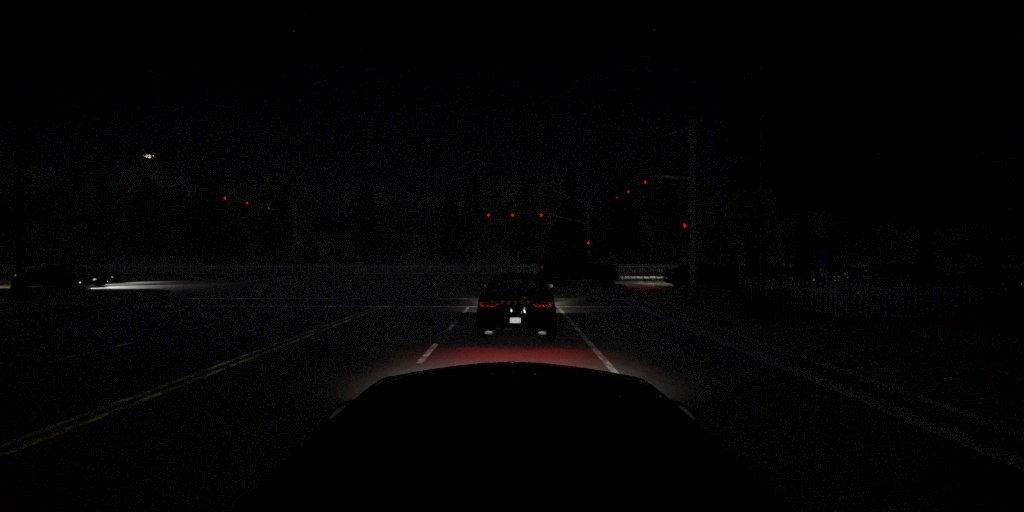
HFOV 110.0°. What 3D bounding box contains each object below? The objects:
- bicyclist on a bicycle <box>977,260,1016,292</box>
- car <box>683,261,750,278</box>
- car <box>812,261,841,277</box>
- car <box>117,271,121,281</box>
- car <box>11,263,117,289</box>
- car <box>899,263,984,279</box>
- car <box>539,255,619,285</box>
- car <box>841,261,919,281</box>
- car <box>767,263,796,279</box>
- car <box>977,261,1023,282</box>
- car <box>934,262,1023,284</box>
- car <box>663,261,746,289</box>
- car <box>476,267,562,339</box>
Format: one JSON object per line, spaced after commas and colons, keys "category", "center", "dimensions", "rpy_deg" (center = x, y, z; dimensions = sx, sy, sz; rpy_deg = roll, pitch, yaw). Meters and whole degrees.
{"category": "bicyclist on a bicycle", "center": [22.821, 0.995, 17.011], "dimensions": [0.582, 1.620, 1.656], "rpy_deg": [0, 0, 0]}
{"category": "car", "center": [18.417, 1.186, 32.487], "dimensions": [4.902, 1.511, 2.128], "rpy_deg": [0, 0, 1]}
{"category": "car", "center": [27.748, 1.186, 32.309], "dimensions": [4.902, 1.511, 2.128], "rpy_deg": [0, 0, 2]}
{"category": "car", "center": [-30.823, 1.220, 25.548], "dimensions": [4.674, 1.442, 1.812], "rpy_deg": [0, 0, 0]}
{"category": "car", "center": [-27.661, 1.258, 22.054], "dimensions": [4.181, 1.385, 1.994], "rpy_deg": [0, 0, 0]}
{"category": "car", "center": [37.672, 1.295, 31.591], "dimensions": [4.718, 1.301, 1.895], "rpy_deg": [0, 0, 9]}
{"category": "car", "center": [4.623, 0.932, 25.383], "dimensions": [5.566, 2.045, 2.150], "rpy_deg": [0, 0, 1]}
{"category": "car", "center": [29.988, 1.172, 28.739], "dimensions": [5.008, 1.535, 1.882], "rpy_deg": [0, 0, 3]}
{"category": "car", "center": [20.235, 1.242, 29.010], "dimensions": [5.357, 1.411, 2.033], "rpy_deg": [0, 0, -1]}
{"category": "car", "center": [39.925, 1.172, 27.570], "dimensions": [5.008, 1.535, 1.882], "rpy_deg": [0, 0, 14]}
{"category": "car", "center": [32.555, 1.258, 25.006], "dimensions": [4.181, 1.385, 1.994], "rpy_deg": [0, 0, 3]}
{"category": "car", "center": [11.885, 1.171, 21.858], "dimensions": [5.008, 1.535, 1.882], "rpy_deg": [0, 0, 0]}
{"category": "car", "center": [0.173, 1.228, 10.149], "dimensions": [1.882, 1.535, 5.008], "rpy_deg": [0, 0, 2]}
